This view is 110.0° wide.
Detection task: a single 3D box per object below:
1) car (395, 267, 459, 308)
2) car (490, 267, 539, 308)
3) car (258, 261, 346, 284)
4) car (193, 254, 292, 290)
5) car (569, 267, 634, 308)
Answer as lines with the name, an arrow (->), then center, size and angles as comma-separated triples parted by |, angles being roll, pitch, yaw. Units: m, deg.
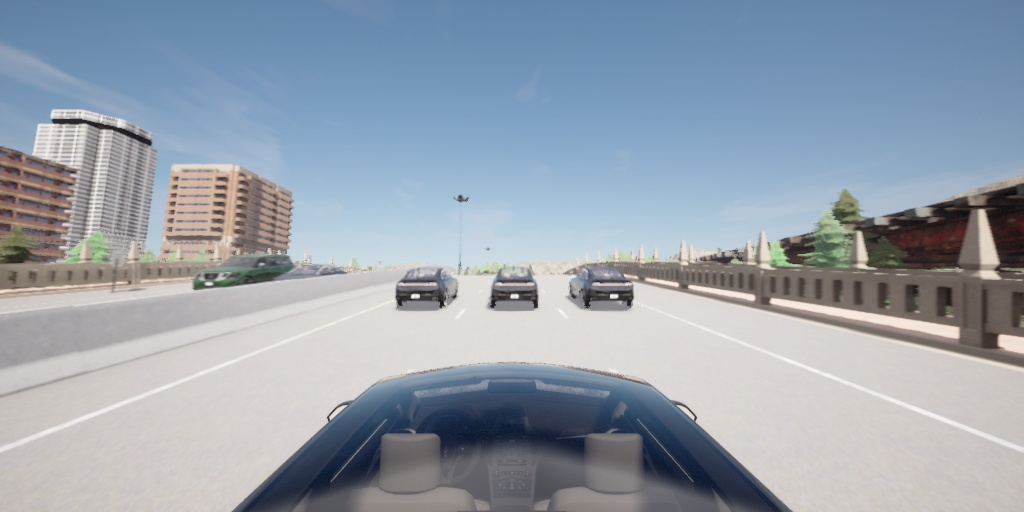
car -> -3.405, 1.212, 15.070 | 2.128, 1.511, 4.902 | 0, 0, 0
car -> 0.094, 1.212, 15.062 | 2.128, 1.511, 4.902 | 0, 0, 0
car -> -10.602, 1.202, 19.086 | 2.128, 1.511, 4.902 | 0, 0, 0
car -> -14.104, 0.932, 19.453 | 2.150, 2.045, 5.566 | 0, 0, 0
car -> 3.595, 1.213, 15.058 | 2.128, 1.511, 4.902 | 0, 0, 0
